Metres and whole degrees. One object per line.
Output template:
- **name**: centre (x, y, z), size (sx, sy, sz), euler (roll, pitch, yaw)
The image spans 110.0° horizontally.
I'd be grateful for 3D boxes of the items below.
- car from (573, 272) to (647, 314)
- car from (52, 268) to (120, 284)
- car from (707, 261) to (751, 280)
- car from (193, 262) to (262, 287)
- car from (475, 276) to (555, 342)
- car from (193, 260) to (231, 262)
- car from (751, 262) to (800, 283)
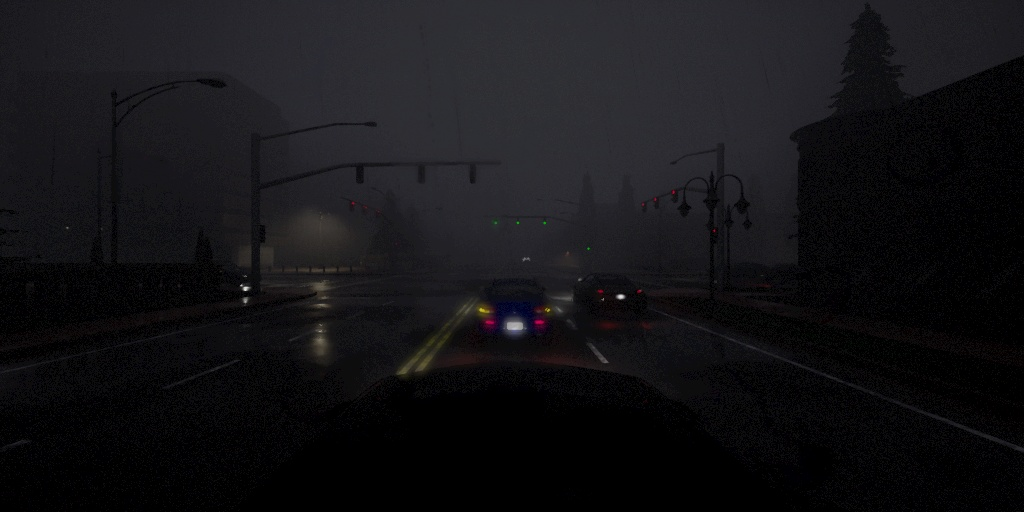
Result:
- **car**: centre (3.587, 1.314, 13.819), size (1.994, 1.385, 4.181), euler (0, 0, 0)
- **car**: centre (-28.422, 1.351, 23.892), size (4.718, 1.301, 1.895), euler (0, 0, 0)
- **car**: centre (19.374, 1.228, 30.754), size (5.008, 1.535, 1.882), euler (0, 0, -1)
- **car**: centre (-19.315, 1.276, 23.904), size (4.674, 1.442, 1.812), euler (0, 0, 0)
- **car**: centre (0.072, 1.275, 9.699), size (1.812, 1.442, 4.674), euler (0, 0, 0)
- **car**: centre (-22.199, 1.102, 27.383), size (4.553, 1.767, 2.097), euler (0, 0, 0)
- **car**: centre (21.110, 1.276, 27.017), size (4.674, 1.442, 1.812), euler (0, 0, -1)
